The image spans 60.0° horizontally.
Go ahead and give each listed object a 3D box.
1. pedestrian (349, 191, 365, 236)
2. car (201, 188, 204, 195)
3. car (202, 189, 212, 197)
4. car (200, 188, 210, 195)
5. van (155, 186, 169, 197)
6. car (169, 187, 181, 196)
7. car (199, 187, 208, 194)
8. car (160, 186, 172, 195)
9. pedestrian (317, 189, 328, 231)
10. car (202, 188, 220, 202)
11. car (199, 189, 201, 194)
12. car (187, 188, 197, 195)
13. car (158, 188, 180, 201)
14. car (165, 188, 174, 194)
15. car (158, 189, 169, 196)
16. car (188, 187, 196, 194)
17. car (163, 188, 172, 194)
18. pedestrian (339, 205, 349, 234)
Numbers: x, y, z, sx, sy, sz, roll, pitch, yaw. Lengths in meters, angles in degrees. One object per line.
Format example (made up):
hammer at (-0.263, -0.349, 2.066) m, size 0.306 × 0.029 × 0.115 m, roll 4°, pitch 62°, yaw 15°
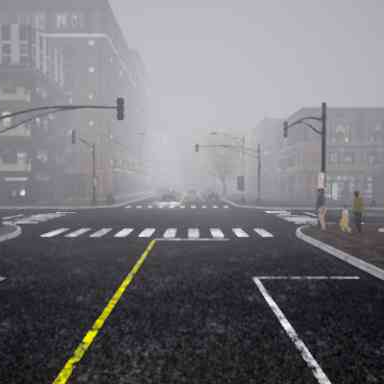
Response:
pedestrian at (6.671, 0.822, 13.323) m, size 0.375 × 1.860 × 0.375 m, roll 0°, pitch 1°, yaw 0°
car at (2.694, 0.302, 49.165) m, size 1.967 × 1.590 × 4.097 m, roll 0°, pitch 1°, yaw 0°
car at (2.695, 0.192, 60.559) m, size 1.802 × 1.307 × 4.206 m, roll 0°, pitch 1°, yaw 0°
car at (2.696, -0.087, 71.949) m, size 2.008 × 1.369 × 4.403 m, roll 0°, pitch 1°, yaw 0°
van at (-5.686, -0.049, 60.556) m, size 1.690 × 1.788 × 3.998 m, roll 0°, pitch 1°, yaw 0°
car at (-3.019, 0.121, 62.201) m, size 2.033 × 1.411 × 5.357 m, roll 0°, pitch 1°, yaw 1°
car at (2.696, -0.319, 77.642) m, size 1.967 × 1.590 × 4.097 m, roll 0°, pitch 1°, yaw 0°
car at (-5.685, -0.322, 71.946) m, size 2.192 × 1.841 × 5.009 m, roll 0°, pitch 1°, yaw 0°
pedestrian at (5.666, 0.791, 14.523) m, size 0.375 × 1.860 × 0.375 m, roll 0°, pitch 1°, yaw 0°
car at (2.694, 0.539, 43.472) m, size 2.008 × 1.369 × 4.403 m, roll 0°, pitch 1°, yaw 0°
car at (2.694, 0.176, 54.860) m, size 1.967 × 1.590 × 4.097 m, roll 0°, pitch 1°, yaw 0°
car at (0.008, -0.063, 70.648) m, size 1.994 × 1.385 × 4.181 m, roll 0°, pitch 1°, yaw 0°
car at (-3.082, 0.557, 44.939) m, size 1.895 × 1.301 × 4.718 m, roll 0°, pitch 1°, yaw 0°
car at (-5.684, -0.329, 83.342) m, size 2.008 × 1.369 × 4.403 m, roll 0°, pitch 1°, yaw 0°
car at (-5.685, 0.067, 66.257) m, size 1.802 × 1.307 × 4.206 m, roll 0°, pitch 1°, yaw 0°
car at (0.008, -0.371, 80.650) m, size 2.033 × 1.411 × 5.357 m, roll 0°, pitch 1°, yaw 0°
car at (-5.684, -0.193, 77.647) m, size 1.947 × 1.339 × 4.313 m, roll 0°, pitch 1°, yaw 0°
pedestrian at (6.494, 1.083, 13.930) m, size 0.375 × 1.300 × 0.375 m, roll 0°, pitch 1°, yaw 0°
